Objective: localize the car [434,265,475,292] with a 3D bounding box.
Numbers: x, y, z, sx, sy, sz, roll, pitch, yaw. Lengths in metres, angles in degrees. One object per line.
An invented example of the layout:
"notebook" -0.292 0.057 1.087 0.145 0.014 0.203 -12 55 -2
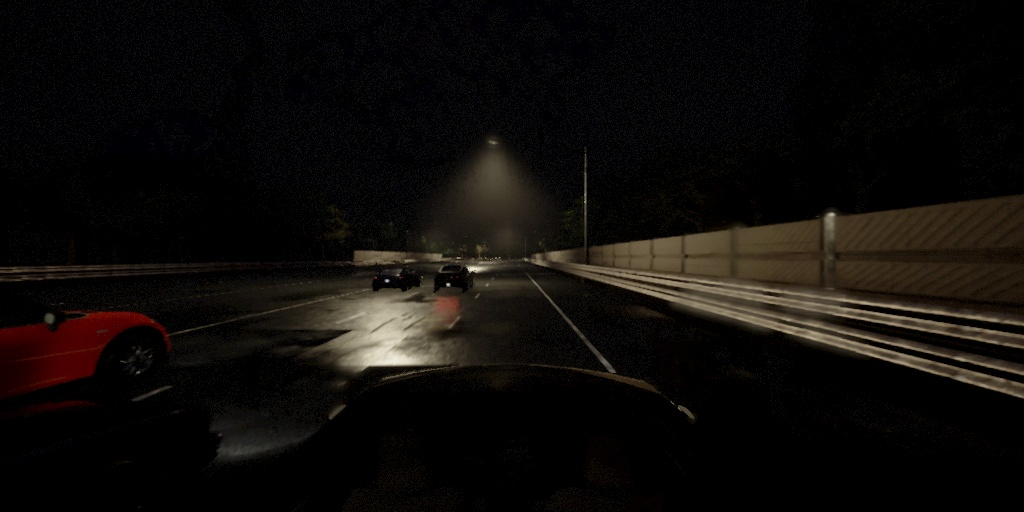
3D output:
"car" -3.398 1.291 21.522 1.837 1.490 4.892 0 0 0

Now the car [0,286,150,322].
"car" -6.900 1.106 4.225 2.097 1.767 4.553 0 0 0

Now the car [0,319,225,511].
"car" -3.401 1.295 0.571 2.033 1.411 5.357 0 0 0

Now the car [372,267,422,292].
"car" -6.898 1.350 21.828 1.994 1.385 4.181 0 0 0
